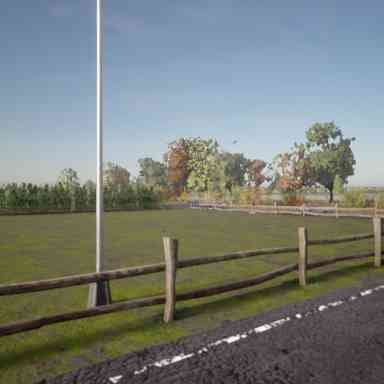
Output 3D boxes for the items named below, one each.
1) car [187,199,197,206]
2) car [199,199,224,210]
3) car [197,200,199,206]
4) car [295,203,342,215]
[{"bbox_3d":[0.256,2.193,70.386,1.812,1.442,4.674,0,0,-16],"label":"car"},{"bbox_3d":[3.313,2.060,52.453,1.812,1.442,4.674,-1,0,-25],"label":"car"},{"bbox_3d":[3.127,2.090,60.392,2.128,1.511,4.902,-1,-1,-17],"label":"car"},{"bbox_3d":[13.613,1.879,35.995,1.895,1.301,4.718,-1,0,-35],"label":"car"}]
